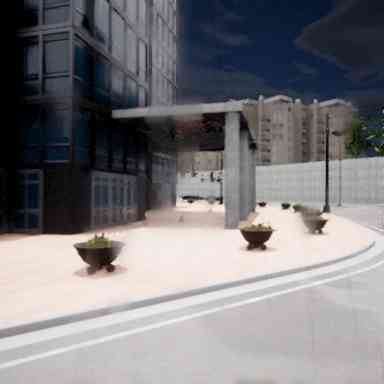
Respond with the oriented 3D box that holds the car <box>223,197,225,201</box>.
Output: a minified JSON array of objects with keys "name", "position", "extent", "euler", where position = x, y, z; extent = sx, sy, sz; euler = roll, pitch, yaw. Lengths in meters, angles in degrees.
[{"name":"car","position":[7.141,1.712,86.711],"extent":[1.994,1.385,4.181],"euler":[0,0,-34]}]

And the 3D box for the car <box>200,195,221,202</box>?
[{"name":"car","position":[4.958,1.649,83.704],"extent":[1.837,1.490,4.892],"euler":[0,0,-34]}]

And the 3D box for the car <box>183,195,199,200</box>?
[{"name":"car","position":[-0.924,1.570,92.302],"extent":[1.882,1.535,5.008],"euler":[0,0,-34]}]
